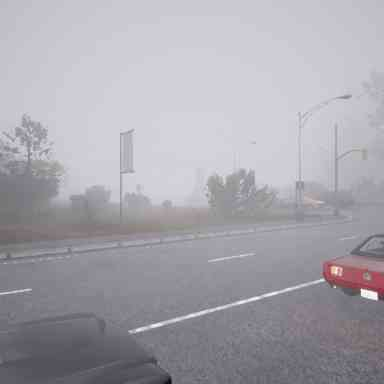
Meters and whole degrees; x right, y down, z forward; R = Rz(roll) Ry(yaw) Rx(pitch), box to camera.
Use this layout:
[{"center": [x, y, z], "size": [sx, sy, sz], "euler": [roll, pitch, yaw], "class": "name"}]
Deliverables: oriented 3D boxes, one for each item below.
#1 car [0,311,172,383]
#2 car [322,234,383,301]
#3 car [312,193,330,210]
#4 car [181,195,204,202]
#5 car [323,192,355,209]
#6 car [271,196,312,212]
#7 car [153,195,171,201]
[{"center": [-2.407, 1.601, 2.019], "size": [4.718, 1.301, 1.895], "euler": [0, 0, -36], "class": "car"}, {"center": [5.041, 1.571, 7.356], "size": [4.718, 1.301, 1.895], "euler": [0, 0, -36], "class": "car"}, {"center": [12.756, 1.253, 38.402], "size": [1.882, 1.535, 5.008], "euler": [-1, 0, -39], "class": "car"}, {"center": [0.010, 1.277, 65.715], "size": [2.033, 1.411, 5.357], "euler": [-1, 0, -38], "class": "car"}, {"center": [16.443, 0.965, 39.716], "size": [2.150, 2.045, 5.566], "euler": [-1, 0, -39], "class": "car"}, {"center": [10.131, 1.404, 36.080], "size": [1.895, 1.301, 4.718], "euler": [-1, 0, -39], "class": "car"}, {"center": [-6.722, 1.331, 73.983], "size": [1.895, 1.301, 4.718], "euler": [-1, 0, -38], "class": "car"}]
